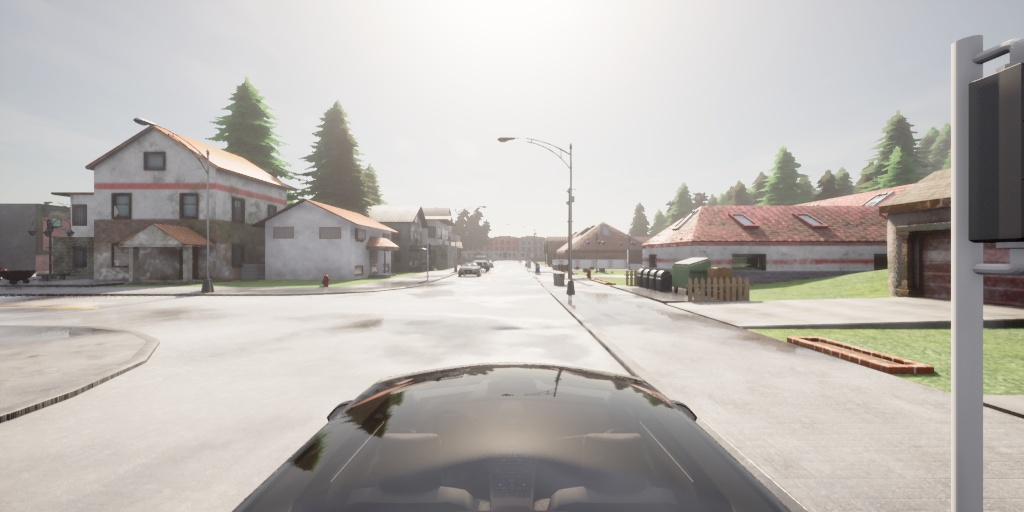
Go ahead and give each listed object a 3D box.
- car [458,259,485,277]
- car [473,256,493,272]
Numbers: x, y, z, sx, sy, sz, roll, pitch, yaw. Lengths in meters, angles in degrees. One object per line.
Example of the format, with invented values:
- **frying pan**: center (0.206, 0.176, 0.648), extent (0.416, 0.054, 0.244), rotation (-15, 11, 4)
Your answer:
- **car**: center (-4.089, 1.314, 35.454), extent (1.994, 1.385, 4.181), rotation (0, 0, 0)
- **car**: center (-4.085, 0.968, 46.785), extent (2.150, 2.045, 5.566), rotation (0, 0, 0)
